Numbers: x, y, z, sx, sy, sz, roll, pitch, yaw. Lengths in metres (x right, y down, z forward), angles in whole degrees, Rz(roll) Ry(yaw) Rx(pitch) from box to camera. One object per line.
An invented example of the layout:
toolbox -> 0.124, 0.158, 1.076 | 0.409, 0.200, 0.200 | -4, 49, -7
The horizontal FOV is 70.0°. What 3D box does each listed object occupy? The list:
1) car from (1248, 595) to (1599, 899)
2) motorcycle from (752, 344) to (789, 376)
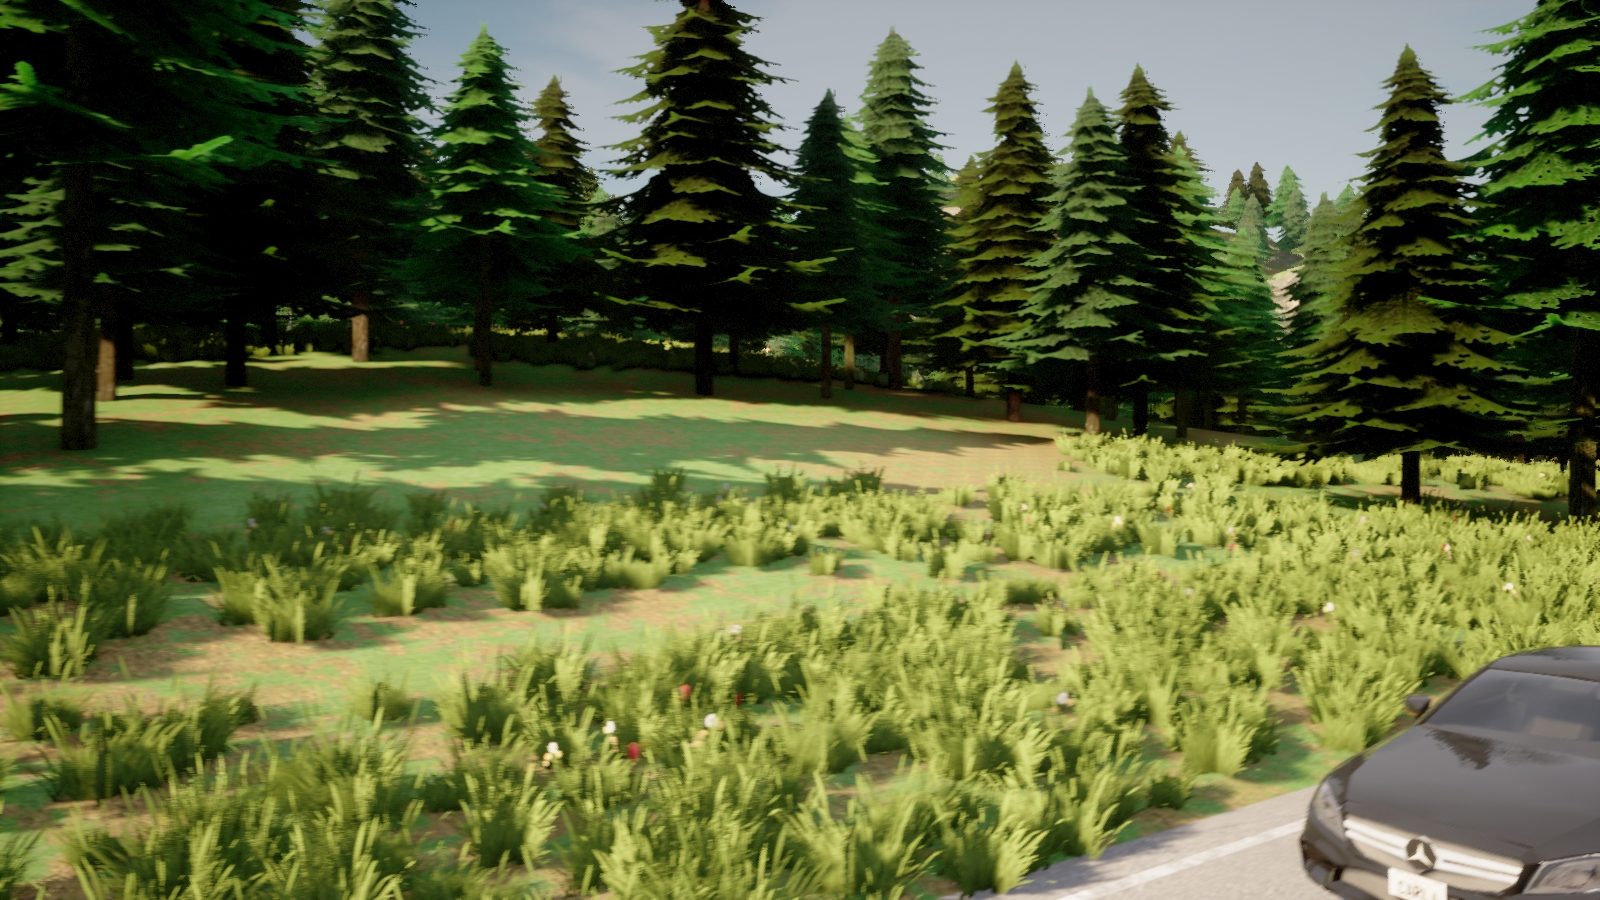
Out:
car -> 5.197, 1.941, 7.423 | 4.674, 1.442, 2.002 | 0, 0, -35
motorcycle -> -1.499, -4.642, 59.052 | 0.764, 1.277, 2.356 | -2, -5, 30
